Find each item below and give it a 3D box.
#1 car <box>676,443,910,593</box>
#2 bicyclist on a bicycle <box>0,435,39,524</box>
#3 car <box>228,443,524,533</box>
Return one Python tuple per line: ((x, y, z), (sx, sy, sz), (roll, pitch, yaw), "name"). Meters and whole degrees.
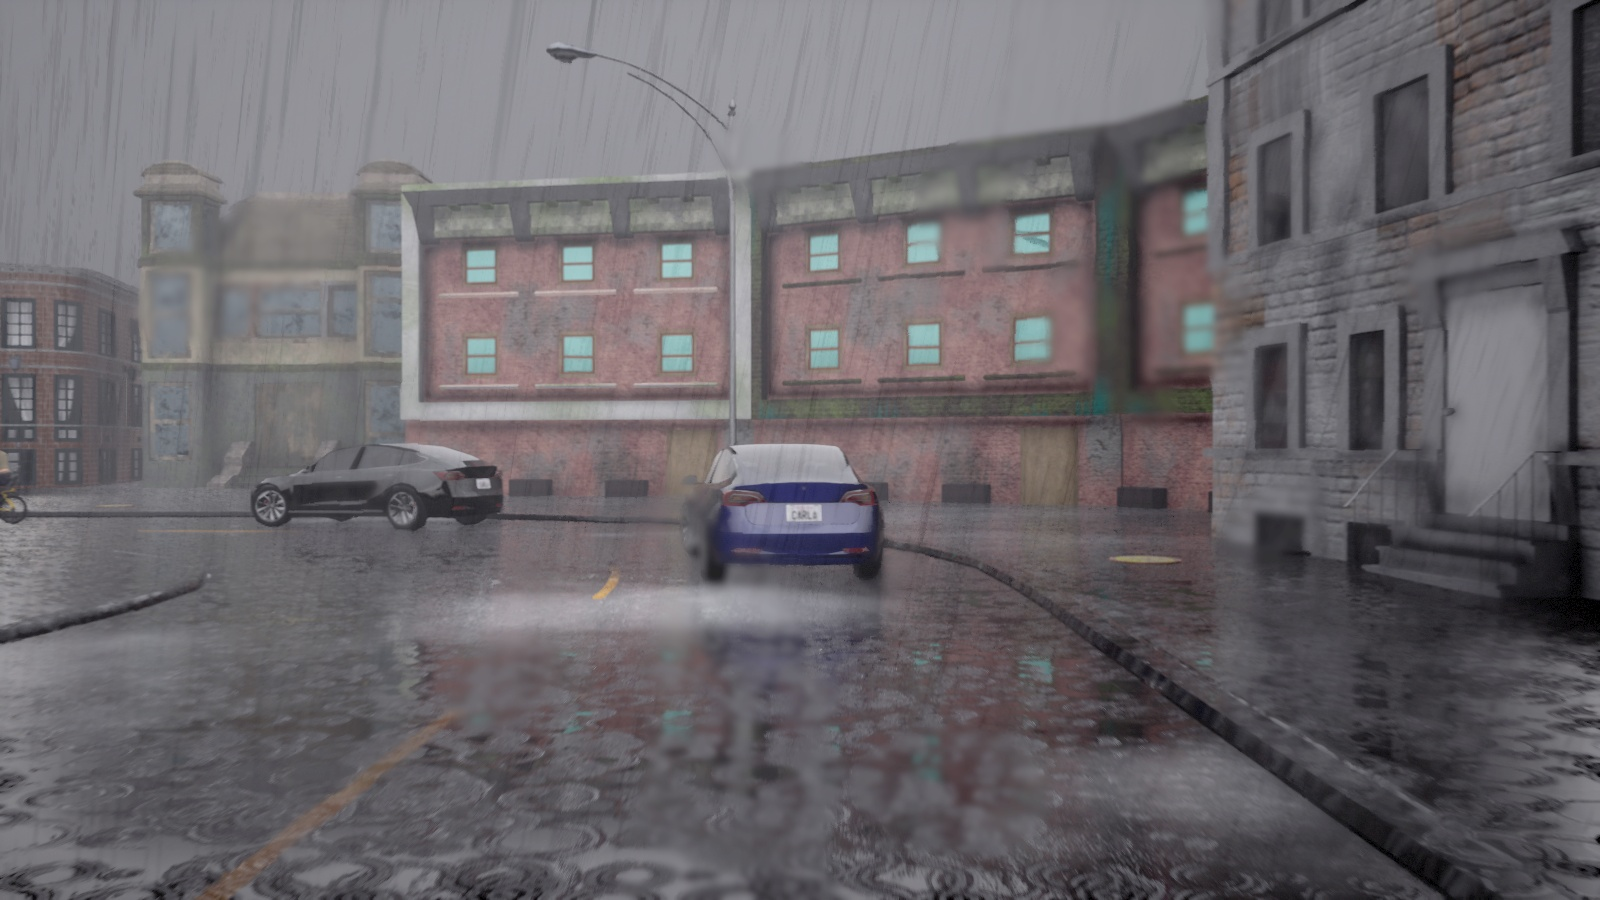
((-0.292, 0.663, 14.950), (2.163, 1.488, 4.792), (0, 0, -8), "car")
((-15.057, 0.541, 23.162), (1.509, 1.612, 0.866), (0, 0, 0), "bicyclist on a bicycle")
((-7.608, 0.614, 22.552), (4.792, 1.488, 2.163), (0, 0, 23), "car")
